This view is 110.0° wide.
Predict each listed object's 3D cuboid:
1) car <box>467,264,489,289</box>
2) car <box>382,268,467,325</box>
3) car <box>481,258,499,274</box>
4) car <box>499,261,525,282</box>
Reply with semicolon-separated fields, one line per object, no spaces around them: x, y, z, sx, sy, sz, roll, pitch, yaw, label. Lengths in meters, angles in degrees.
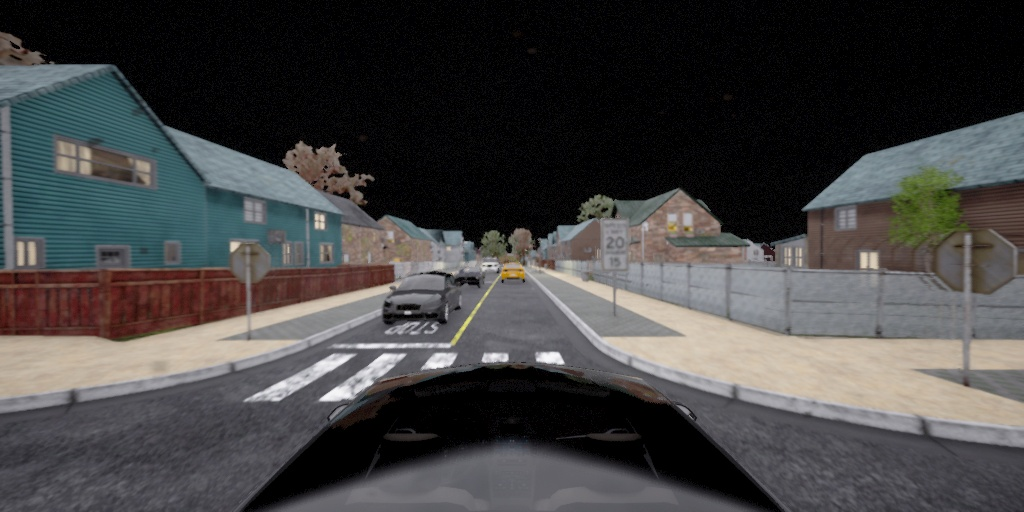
-2.857;1.451;24.308;1.895;1.301;4.718;-1;0;0;car
-2.857;1.310;12.255;1.837;1.490;4.892;-1;0;0;car
-2.772;1.236;47.084;2.150;2.045;5.566;-1;-1;0;car
0.091;1.336;30.460;1.882;1.535;5.008;-1;0;0;car
